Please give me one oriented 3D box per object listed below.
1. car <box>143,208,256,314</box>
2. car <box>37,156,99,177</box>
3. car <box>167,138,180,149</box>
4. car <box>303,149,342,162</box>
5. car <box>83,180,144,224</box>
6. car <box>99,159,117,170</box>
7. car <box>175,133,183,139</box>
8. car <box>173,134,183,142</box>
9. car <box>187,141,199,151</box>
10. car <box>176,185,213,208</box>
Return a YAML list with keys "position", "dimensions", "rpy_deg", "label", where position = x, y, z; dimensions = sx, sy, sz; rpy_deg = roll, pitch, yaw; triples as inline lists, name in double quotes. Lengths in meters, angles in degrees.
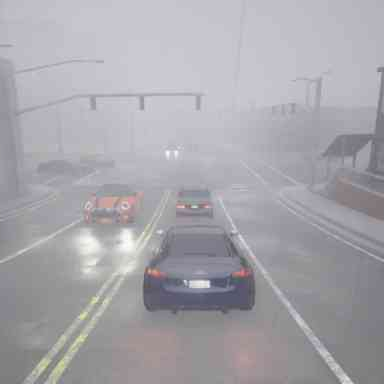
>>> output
- position: [0.115, 1.346, 7.375]
  dimensions: [1.994, 1.385, 4.181]
  rpy_deg: [0, 3, 0]
  label: "car"
- position: [-11.726, -2.320, 30.983]
  dimensions: [5.008, 1.535, 1.882]
  rpy_deg: [0, 12, 0]
  label: "car"
- position: [-3.476, -8.293, 58.751]
  dimensions: [1.895, 1.301, 4.718]
  rpy_deg: [0, 12, -2]
  label: "car"
- position: [16.186, -4.551, 41.323]
  dimensions: [4.674, 1.442, 1.812]
  rpy_deg: [0, 12, 0]
  label: "car"
- position: [-3.630, 0.342, 15.983]
  dimensions: [2.097, 1.767, 4.553]
  rpy_deg: [0, 7, -1]
  label: "car"
- position: [-10.298, -3.051, 34.887]
  dimensions: [4.718, 1.301, 1.895]
  rpy_deg: [-2, 13, -7]
  label: "car"
- position: [-3.355, -14.790, 87.988]
  dimensions: [1.812, 1.442, 4.674]
  rpy_deg: [0, 12, 0]
  label: "car"
- position: [-3.387, -10.488, 68.398]
  dimensions: [2.128, 1.511, 4.902]
  rpy_deg: [0, 12, 0]
  label: "car"
- position: [0.180, -7.803, 56.162]
  dimensions: [1.812, 1.442, 4.674]
  rpy_deg: [0, 12, 0]
  label: "car"
- position: [0.122, 0.362, 17.258]
  dimensions: [2.033, 1.411, 5.357]
  rpy_deg: [0, 8, 0]
  label: "car"
